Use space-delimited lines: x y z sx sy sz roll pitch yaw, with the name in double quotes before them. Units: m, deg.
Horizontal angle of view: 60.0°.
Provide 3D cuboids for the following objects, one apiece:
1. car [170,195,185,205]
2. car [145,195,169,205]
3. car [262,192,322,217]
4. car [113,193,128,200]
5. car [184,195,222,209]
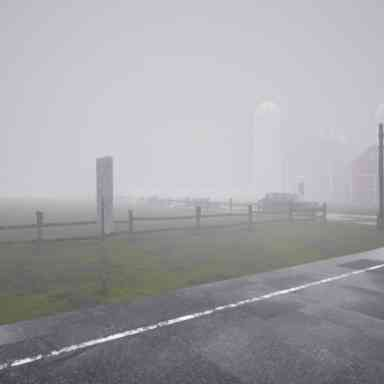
"car" -0.938 1.175 48.604 1.994 1.385 4.181 -1 1 -36
"car" -5.026 1.154 49.242 2.033 1.411 5.357 -1 1 -36
"car" 8.850 1.050 29.957 2.150 2.045 5.566 -1 1 -36
"car" -14.903 0.922 68.014 2.033 1.411 5.357 -1 1 -36
"car" 1.495 1.313 40.180 1.895 1.301 4.718 -1 1 -36
